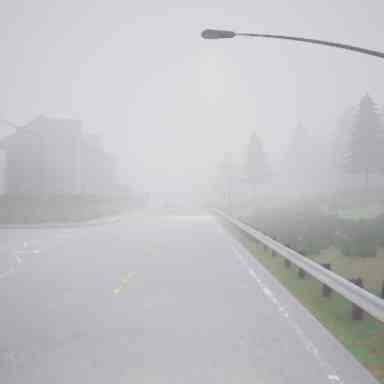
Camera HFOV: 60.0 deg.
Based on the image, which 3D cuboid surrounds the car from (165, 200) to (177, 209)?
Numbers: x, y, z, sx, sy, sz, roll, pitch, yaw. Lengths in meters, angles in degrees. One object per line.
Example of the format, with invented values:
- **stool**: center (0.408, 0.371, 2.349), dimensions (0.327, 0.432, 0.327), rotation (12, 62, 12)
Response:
- **car**: center (-3.503, 2.094, 56.443), dimensions (1.994, 1.385, 4.181), rotation (0, -1, 0)
